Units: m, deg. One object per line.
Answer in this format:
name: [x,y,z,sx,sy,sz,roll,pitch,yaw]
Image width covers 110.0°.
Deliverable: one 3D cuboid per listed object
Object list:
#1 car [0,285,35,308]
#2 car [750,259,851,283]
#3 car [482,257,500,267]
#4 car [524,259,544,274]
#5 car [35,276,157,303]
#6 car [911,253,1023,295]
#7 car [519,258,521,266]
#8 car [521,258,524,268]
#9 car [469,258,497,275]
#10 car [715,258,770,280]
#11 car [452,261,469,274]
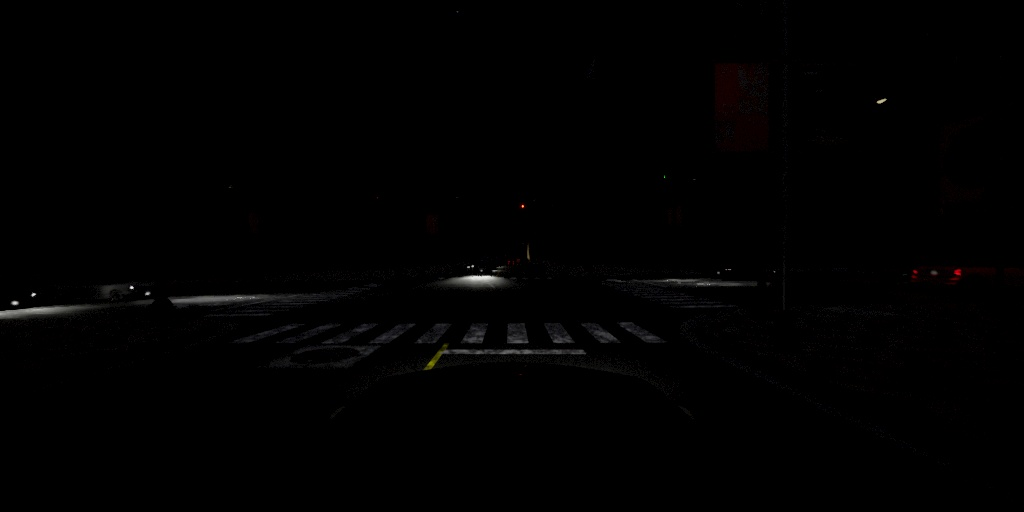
car: [-24.477,1.730,15.753,5.357,1.411,2.033,-1,0,0]
car: [18.121,1.000,22.544,4.718,1.301,1.895,-1,0,0]
car: [-3.202,1.305,52.150,2.033,1.411,5.357,0,0,0]
car: [2.713,1.305,41.246,2.007,1.370,4.403,0,0,0]
car: [-21.544,1.723,19.010,4.718,1.301,1.895,-1,0,0]
car: [20.766,0.716,15.849,4.553,1.767,2.097,-1,0,0]
car: [2.626,1.311,57.579,2.007,1.370,4.403,0,0,0]
car: [2.655,1.303,52.135,1.888,1.381,4.507,0,0,0]
car: [-3.135,1.245,39.172,2.128,1.511,4.902,0,0,0]
car: [17.316,0.899,25.791,4.902,1.511,2.128,-1,0,0]
car: [-5.812,1.305,41.204,2.007,1.370,4.403,0,0,0]
